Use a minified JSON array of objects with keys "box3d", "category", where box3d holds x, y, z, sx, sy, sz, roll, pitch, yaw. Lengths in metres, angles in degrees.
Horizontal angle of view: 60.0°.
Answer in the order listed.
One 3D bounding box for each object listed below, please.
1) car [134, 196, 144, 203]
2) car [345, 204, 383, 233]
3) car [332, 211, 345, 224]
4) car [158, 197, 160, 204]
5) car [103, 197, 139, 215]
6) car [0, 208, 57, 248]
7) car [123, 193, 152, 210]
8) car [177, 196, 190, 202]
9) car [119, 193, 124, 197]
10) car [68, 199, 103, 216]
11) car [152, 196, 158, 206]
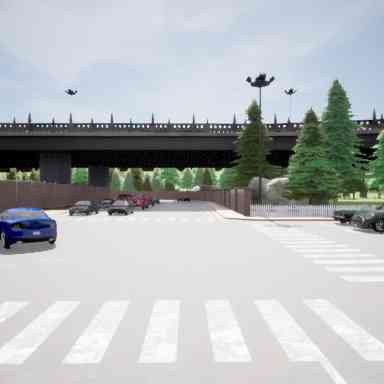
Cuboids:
[{"box3d":[-11.001,1.566,68.438,1.994,1.385,4.181,0,0,-10],"category":"car"},{"box3d":[11.481,1.297,18.671,4.553,1.767,2.097,0,0,2],"category":"car"},{"box3d":[11.985,1.545,22.179,4.718,1.301,1.895,0,0,2],"category":"car"},{"box3d":[-7.197,1.547,64.403,2.033,1.411,5.357,0,0,-3],"category":"car"},{"box3d":[-7.043,1.547,33.560,2.033,1.411,5.357,0,0,0],"category":"car"},{"box3d":[-7.627,1.458,14.862,1.882,1.535,5.008,0,0,-39],"category":"car"},{"box3d":[-7.045,1.221,43.734,2.150,2.045,5.566,0,0,0],"category":"car"},{"box3d":[-1.908,1.553,75.198,1.994,1.385,4.181,0,0,-19],"category":"car"},{"box3d":[-10.577,1.219,52.507,2.150,2.045,5.566,0,0,0],"category":"car"},{"box3d":[-10.571,1.526,32.907,1.812,1.442,4.674,0,0,0],"category":"car"},{"box3d":[-7.046,1.564,53.742,1.994,1.385,4.181,0,0,0],"category":"car"}]
